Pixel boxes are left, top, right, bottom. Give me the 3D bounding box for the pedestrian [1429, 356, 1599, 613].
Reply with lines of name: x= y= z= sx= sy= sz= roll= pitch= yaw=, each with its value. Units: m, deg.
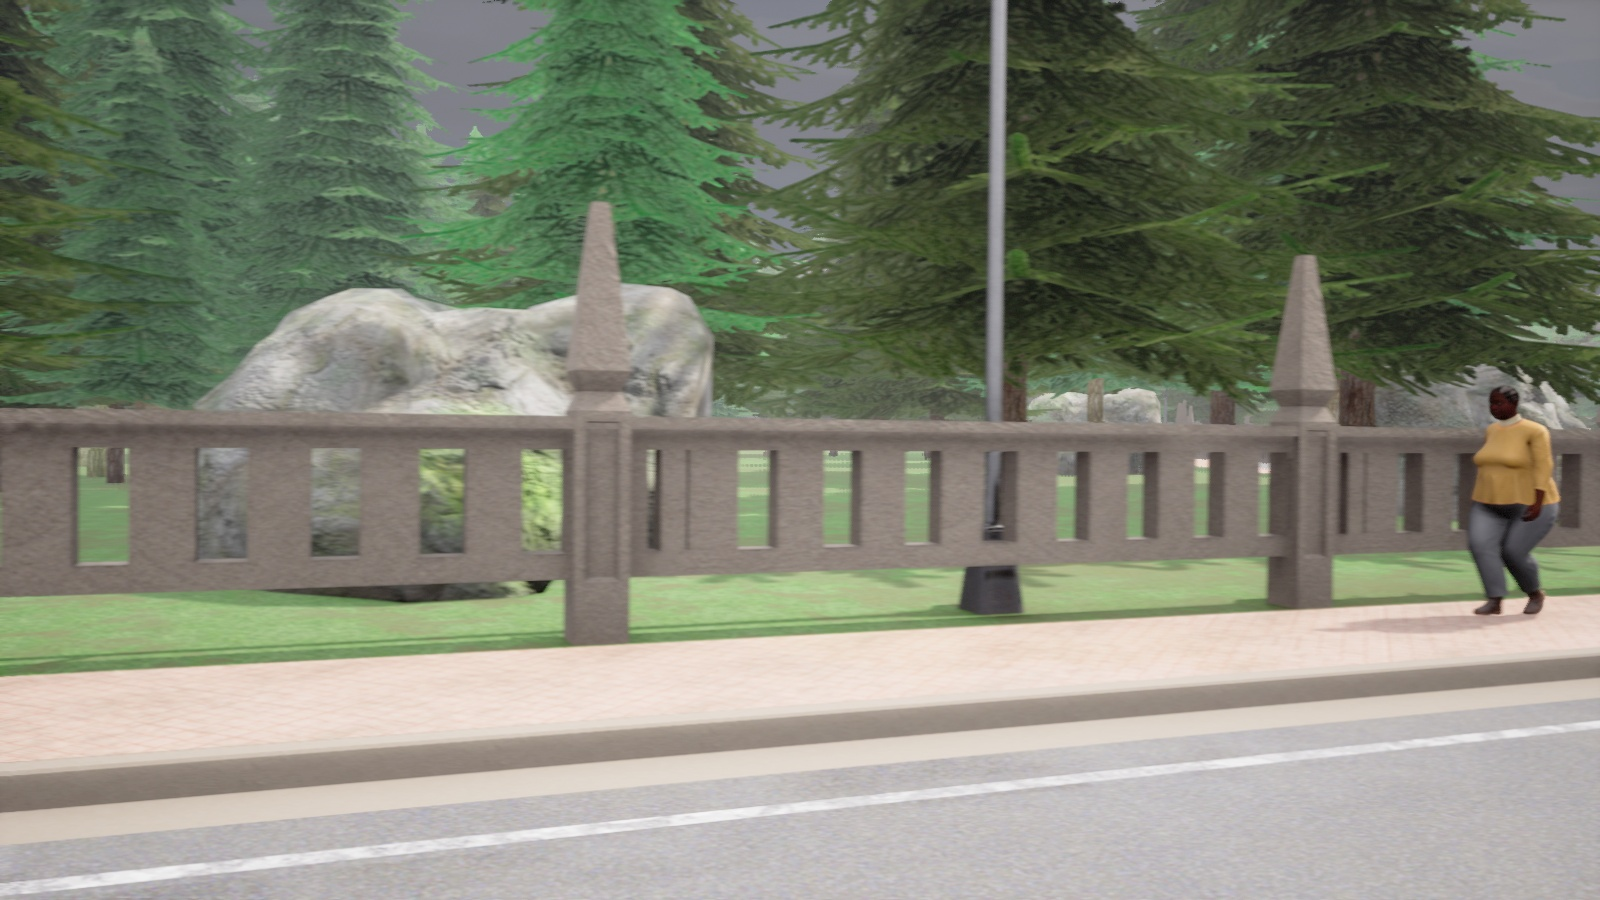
pedestrian: x=5.518 y=0.240 z=9.622 sx=0.900 sy=1.855 sz=0.874 roll=-1 pitch=1 yaw=-23
